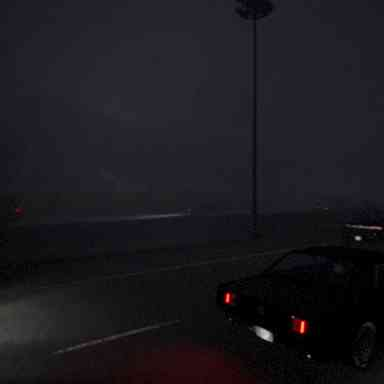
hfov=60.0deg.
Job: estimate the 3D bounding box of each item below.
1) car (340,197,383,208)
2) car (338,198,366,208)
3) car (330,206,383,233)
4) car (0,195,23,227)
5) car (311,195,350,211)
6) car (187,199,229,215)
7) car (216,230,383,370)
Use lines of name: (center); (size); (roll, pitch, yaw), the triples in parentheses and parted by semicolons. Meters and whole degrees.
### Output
car: (17.618, 1.573, 33.718); (4.902, 1.511, 2.128); (0, 0, -35)
car: (24.805, 1.646, 51.471); (4.674, 1.442, 1.812); (0, 0, -34)
car: (8.212, 1.527, 13.903); (4.902, 1.511, 2.128); (0, 0, -36)
car: (-13.404, 1.228, 20.228); (5.566, 2.045, 2.150); (0, 0, -35)
car: (15.396, 1.305, 36.438); (5.566, 2.045, 2.150); (0, 0, -35)
car: (1.748, 1.546, 35.325); (4.902, 1.511, 2.128); (0, 0, -35)
car: (2.780, 1.614, 5.729); (4.718, 1.301, 1.895); (0, 0, -36)
